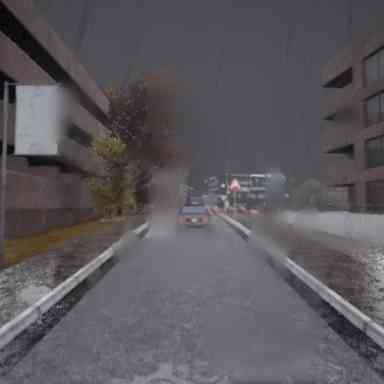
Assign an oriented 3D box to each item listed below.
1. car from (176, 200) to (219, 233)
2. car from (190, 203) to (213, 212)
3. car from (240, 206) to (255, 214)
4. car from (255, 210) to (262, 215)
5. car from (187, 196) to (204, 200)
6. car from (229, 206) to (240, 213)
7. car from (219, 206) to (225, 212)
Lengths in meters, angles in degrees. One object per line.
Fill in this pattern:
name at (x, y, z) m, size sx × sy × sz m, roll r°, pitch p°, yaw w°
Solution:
car at (0.111, 1.386, 18.163) m, size 2.033 × 1.411 × 5.357 m, roll 0°, pitch 0°, yaw 0°
car at (2.006, 3.458, 73.841) m, size 2.435 × 2.045 × 5.566 m, roll 2°, pitch -4°, yaw -30°
car at (10.856, 4.200, 75.471) m, size 2.435 × 2.045 × 5.566 m, roll 8°, pitch -5°, yaw -30°
car at (13.690, 4.751, 76.159) m, size 1.946 × 1.575 × 5.366 m, roll 7°, pitch -5°, yaw -30°
car at (0.406, 1.488, 36.305) m, size 2.150 × 2.045 × 5.566 m, roll 0°, pitch -3°, yaw 2°
car at (7.859, 4.022, 74.917) m, size 2.185 × 1.767 × 4.553 m, roll 7°, pitch -5°, yaw -30°
car at (4.886, 3.762, 74.423) m, size 2.185 × 1.767 × 4.553 m, roll 5°, pitch -5°, yaw -31°
